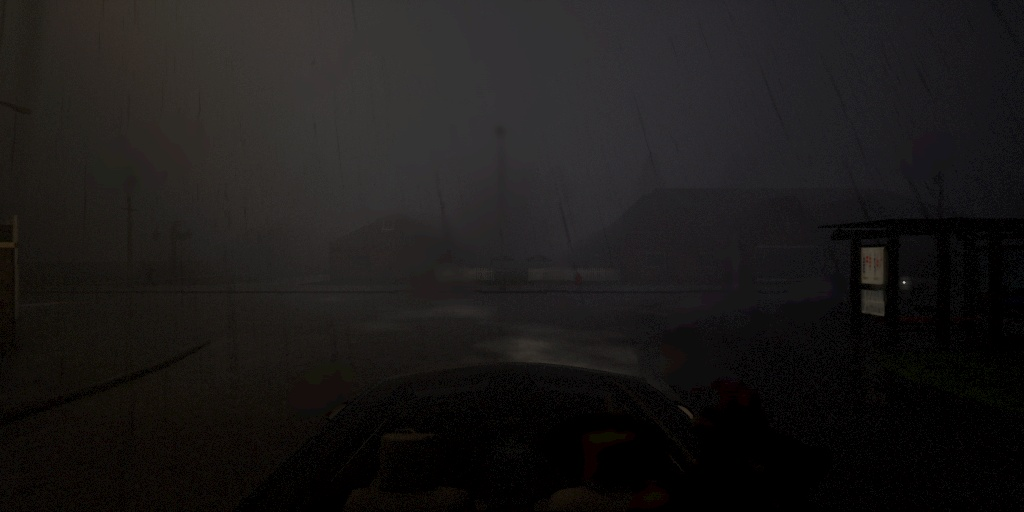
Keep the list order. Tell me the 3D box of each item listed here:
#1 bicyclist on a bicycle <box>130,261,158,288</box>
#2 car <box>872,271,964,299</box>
[{"bbox_3d":[-22.113,1.102,21.596,0.582,1.620,1.656,0,0,0],"label":"bicyclist on a bicycle"},{"bbox_3d":[20.331,1.353,17.301,4.718,1.301,1.895,0,0,0],"label":"car"}]
